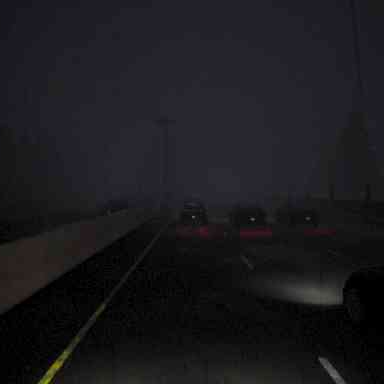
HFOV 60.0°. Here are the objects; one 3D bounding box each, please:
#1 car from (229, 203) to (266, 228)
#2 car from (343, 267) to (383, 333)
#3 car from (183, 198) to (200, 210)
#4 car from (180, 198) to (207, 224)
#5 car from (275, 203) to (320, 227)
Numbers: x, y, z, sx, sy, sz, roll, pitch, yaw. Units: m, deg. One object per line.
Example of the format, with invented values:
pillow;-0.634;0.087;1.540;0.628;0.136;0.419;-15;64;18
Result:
car;3.610;1.462;22.290;1.882;1.535;5.008;0;0;0
car;3.602;1.523;4.016;1.812;1.442;4.674;0;0;0
car;-0.088;1.517;42.841;2.033;1.411;5.357;0;0;-2
car;0.109;1.473;24.759;2.128;1.511;4.902;0;0;0
car;7.109;1.461;22.908;1.882;1.535;5.008;0;0;0
